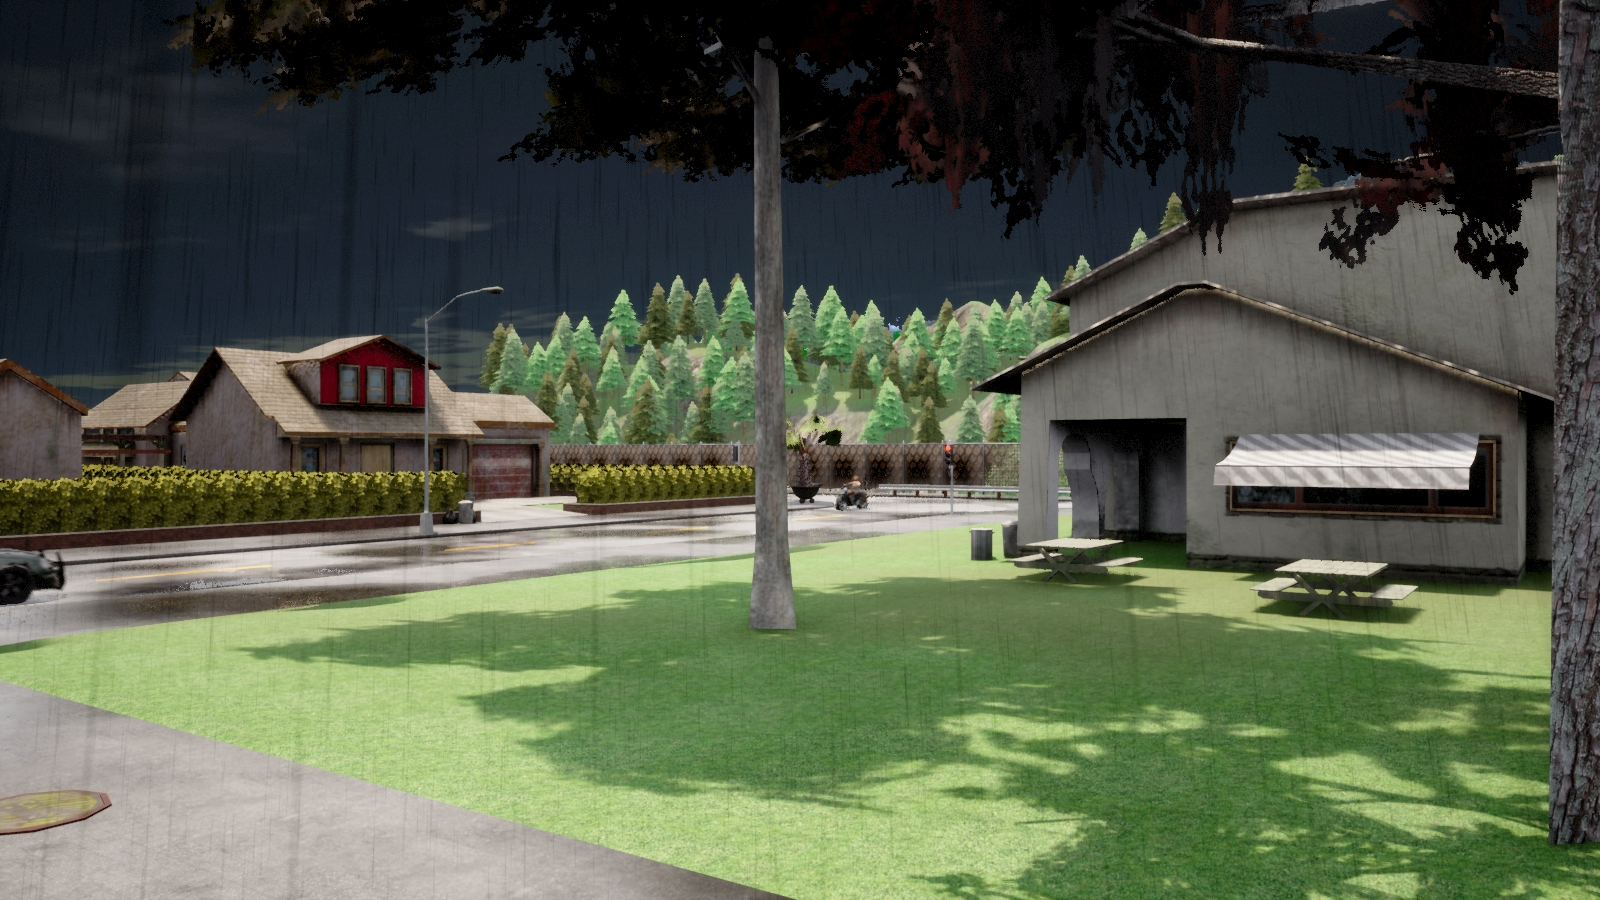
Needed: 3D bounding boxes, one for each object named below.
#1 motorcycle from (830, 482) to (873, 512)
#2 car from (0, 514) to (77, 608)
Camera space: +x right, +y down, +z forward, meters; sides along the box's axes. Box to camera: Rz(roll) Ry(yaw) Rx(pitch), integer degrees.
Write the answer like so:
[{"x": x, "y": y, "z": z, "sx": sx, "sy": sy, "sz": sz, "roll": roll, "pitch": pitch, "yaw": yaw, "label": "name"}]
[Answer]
[{"x": 2.384, "y": 2.155, "z": 52.941, "sx": 0.764, "sy": 1.307, "sz": 2.356, "roll": 1, "pitch": 0, "yaw": 37, "label": "motorcycle"}, {"x": -15.833, "y": 2.037, "z": 19.992, "sx": 2.038, "sy": 1.542, "sz": 4.974, "roll": 0, "pitch": 0, "yaw": 39, "label": "car"}]
